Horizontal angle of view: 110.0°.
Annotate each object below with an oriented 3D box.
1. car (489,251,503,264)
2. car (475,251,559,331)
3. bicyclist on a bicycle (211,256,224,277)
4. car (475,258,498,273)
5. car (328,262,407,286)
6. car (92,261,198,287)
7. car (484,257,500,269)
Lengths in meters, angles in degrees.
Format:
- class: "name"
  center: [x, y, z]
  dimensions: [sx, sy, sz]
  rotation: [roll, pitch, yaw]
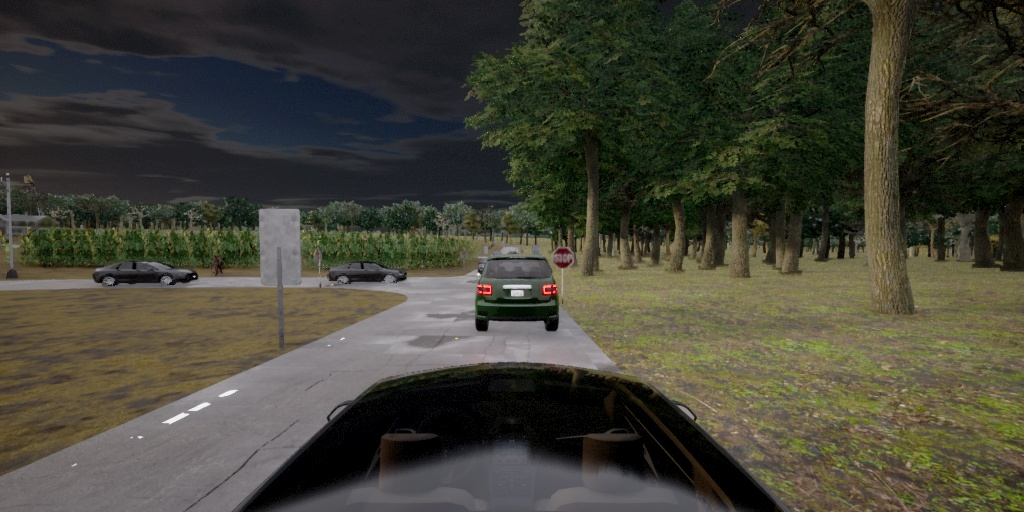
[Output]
- class: "car"
  center: [-2.670, 0.280, 61.503]
  dimensions: [2.150, 2.045, 5.566]
  rotation: [0, 2, 0]
- class: "car"
  center: [0.125, 0.960, 11.066]
  dimensions: [2.150, 2.045, 5.566]
  rotation: [0, 0, 0]
- class: "bicyclist on a bicycle"
  center: [-23.379, 0.821, 28.448]
  dimensions: [0.582, 1.620, 1.656]
  rotation: [0, 1, -11]
- class: "car"
  center: [-2.745, 1.013, 39.979]
  dimensions: [2.128, 1.511, 4.902]
  rotation: [0, 1, 0]
- class: "car"
  center: [-9.617, 1.119, 24.023]
  dimensions: [4.892, 1.490, 1.837]
  rotation: [0, 3, -10]
- class: "car"
  center: [-22.575, 1.071, 22.260]
  dimensions: [4.892, 1.490, 1.837]
  rotation: [0, 2, -13]
- class: "car"
  center: [-2.716, 0.873, 49.409]
  dimensions: [1.812, 1.442, 4.674]
  rotation: [0, 1, 0]
